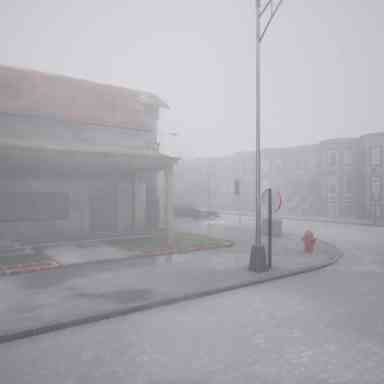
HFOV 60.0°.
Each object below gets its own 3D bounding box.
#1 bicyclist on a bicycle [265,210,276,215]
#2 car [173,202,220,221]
[{"bbox_3d":[7.478,1.349,31.706,1.656,1.620,0.582,0,0,-36],"label":"bicyclist on a bicycle"},{"bbox_3d":[0.011,1.547,27.709,2.033,1.411,5.357,0,0,-36],"label":"car"}]
